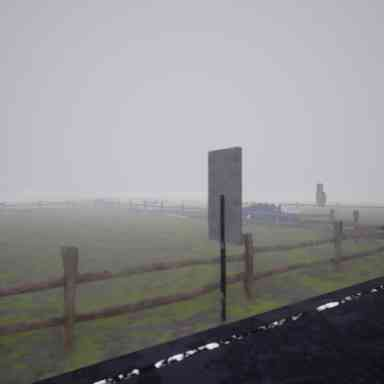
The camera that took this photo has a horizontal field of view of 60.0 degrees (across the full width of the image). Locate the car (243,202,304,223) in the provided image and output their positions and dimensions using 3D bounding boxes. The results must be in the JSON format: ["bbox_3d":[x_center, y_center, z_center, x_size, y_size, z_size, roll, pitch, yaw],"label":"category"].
[{"bbox_3d":[5.991,1.540,25.095,1.882,1.535,5.008,0,0,-35],"label":"car"}]

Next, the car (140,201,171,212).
[{"bbox_3d":[-4.356,1.722,39.662,1.895,1.301,4.718,0,0,-35],"label":"car"}]

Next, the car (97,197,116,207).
[{"bbox_3d":[-13.950,1.532,53.319,2.033,1.411,5.357,0,0,-35],"label":"car"}]
